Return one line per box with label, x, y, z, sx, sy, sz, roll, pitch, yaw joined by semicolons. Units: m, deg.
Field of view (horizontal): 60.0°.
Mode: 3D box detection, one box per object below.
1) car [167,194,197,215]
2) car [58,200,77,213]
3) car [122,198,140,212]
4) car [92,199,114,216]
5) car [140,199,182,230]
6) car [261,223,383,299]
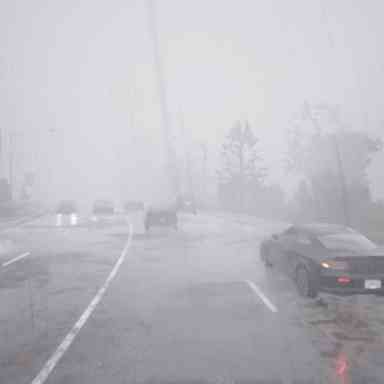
car;-1.140;1.175;32.350;2.150;2.045;5.566;0;0;-16
car;-13.504;1.566;36.201;1.895;1.301;4.718;0;0;-19
car;-6.932;1.431;38.912;1.882;1.535;5.008;0;0;-19
car;-8.803;1.442;32.951;1.882;1.535;5.008;0;0;-17
car;-2.104;1.448;21.163;1.882;1.535;5.008;0;0;-11
car;3.129;1.502;8.333;1.812;1.442;4.674;0;0;-4
